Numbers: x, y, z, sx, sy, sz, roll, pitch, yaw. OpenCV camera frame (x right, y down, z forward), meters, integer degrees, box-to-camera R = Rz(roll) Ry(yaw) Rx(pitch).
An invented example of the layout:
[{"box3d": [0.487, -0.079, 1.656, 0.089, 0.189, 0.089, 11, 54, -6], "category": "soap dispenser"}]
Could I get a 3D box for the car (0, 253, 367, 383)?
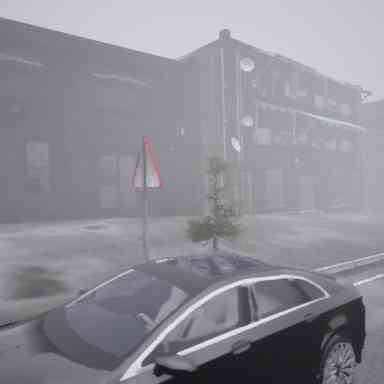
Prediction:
[{"box3d": [-0.090, 1.492, 3.420, 4.902, 1.511, 2.128, 0, 0, -37], "category": "car"}]
